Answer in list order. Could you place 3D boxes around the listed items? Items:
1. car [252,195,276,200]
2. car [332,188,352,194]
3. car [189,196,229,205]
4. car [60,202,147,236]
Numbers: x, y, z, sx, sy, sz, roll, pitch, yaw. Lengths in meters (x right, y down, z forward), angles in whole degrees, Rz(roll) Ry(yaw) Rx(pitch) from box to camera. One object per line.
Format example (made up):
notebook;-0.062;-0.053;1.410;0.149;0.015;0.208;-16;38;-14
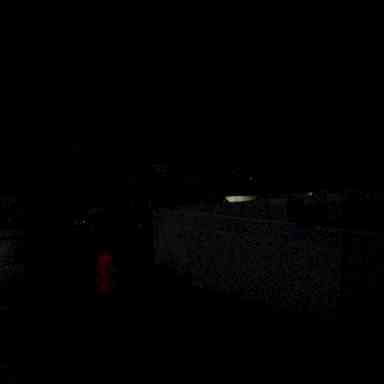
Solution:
car;7.485;1.109;34.399;1.882;1.535;5.008;-2;-1;37
car;22.692;0.502;50.218;2.150;2.045;5.566;-2;-1;37
car;1.307;1.109;25.988;2.097;1.767;4.553;-2;-1;34
car;-4.608;1.358;17.904;1.882;1.535;5.008;-2;-1;36
